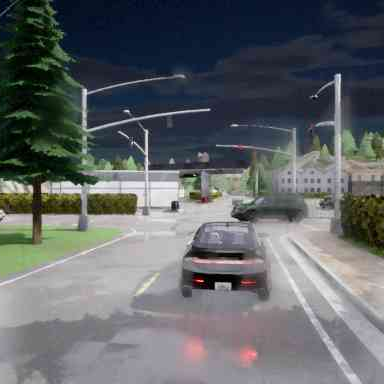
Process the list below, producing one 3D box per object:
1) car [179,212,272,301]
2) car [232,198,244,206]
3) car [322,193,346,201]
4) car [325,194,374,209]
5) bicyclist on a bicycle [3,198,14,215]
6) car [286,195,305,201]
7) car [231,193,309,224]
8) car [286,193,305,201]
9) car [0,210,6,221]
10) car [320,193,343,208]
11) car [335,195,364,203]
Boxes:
[{"bbox_3d":[0.893,1.492,8.427,2.128,1.511,4.902,0,0,8],"label":"car"},{"bbox_3d":[7.579,1.601,54.372,1.895,1.301,4.718,0,0,8],"label":"car"},{"bbox_3d":[31.833,1.097,74.527,4.605,1.855,1.932,0,0,8],"label":"car"},{"bbox_3d":[18.325,1.340,38.627,4.514,1.523,2.007,0,0,8],"label":"car"},{"bbox_3d":[-17.932,1.453,32.567,0.582,1.620,1.656,0,0,7],"label":"bicyclist on a bicycle"},{"bbox_3d":[23.431,1.361,75.671,3.806,1.475,1.970,0,0,8],"label":"car"},{"bbox_3d":[5.625,1.224,24.118,5.566,2.045,2.150,0,0,-11],"label":"car"},{"bbox_3d":[24.500,1.077,78.878,3.866,1.878,1.905,0,0,8],"label":"car"},{"bbox_3d":[-16.558,1.526,25.230,4.674,1.442,1.812,0,0,8],"label":"car"},{"bbox_3d":[18.710,1.330,41.740,5.027,1.636,2.152,0,0,8],"label":"car"},{"bbox_3d":[29.393,1.298,62.291,4.514,1.523,2.007,0,0,8],"label":"car"}]
